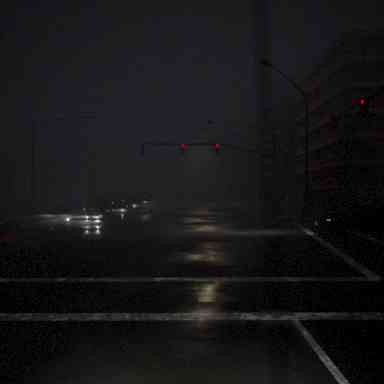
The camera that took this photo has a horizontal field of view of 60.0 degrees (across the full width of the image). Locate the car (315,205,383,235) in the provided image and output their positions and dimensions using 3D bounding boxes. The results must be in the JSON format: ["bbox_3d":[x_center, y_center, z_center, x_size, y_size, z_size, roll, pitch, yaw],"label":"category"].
[{"bbox_3d":[9.335,1.491,18.299,4.902,1.511,2.128,0,0,2],"label":"car"}]

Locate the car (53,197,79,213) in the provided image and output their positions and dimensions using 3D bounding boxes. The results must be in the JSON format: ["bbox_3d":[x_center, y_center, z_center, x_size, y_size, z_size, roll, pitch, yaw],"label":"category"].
[{"bbox_3d":[-13.020,1.346,35.392,1.882,1.535,5.008,0,1,1],"label":"car"}]

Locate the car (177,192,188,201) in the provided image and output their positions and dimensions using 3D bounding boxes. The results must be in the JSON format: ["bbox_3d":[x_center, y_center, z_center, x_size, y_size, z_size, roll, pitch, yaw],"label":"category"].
[{"bbox_3d":[-1.958,0.917,65.208,2.033,1.411,5.357,0,1,1],"label":"car"}]

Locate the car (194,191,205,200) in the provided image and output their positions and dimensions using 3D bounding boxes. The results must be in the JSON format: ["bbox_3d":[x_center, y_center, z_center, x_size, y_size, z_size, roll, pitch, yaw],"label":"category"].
[{"bbox_3d":[1.452,0.711,65.726,2.097,1.767,4.553,0,1,1],"label":"car"}]

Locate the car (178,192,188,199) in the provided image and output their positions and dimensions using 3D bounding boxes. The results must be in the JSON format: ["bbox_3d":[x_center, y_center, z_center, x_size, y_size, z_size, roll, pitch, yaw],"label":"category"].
[{"bbox_3d":[-1.924,0.741,75.859,2.033,1.411,5.357,0,1,1],"label":"car"}]

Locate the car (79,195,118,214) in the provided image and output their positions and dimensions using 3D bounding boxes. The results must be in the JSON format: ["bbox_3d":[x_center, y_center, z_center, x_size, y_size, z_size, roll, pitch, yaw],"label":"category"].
[{"bbox_3d":[-9.532,1.369,34.327,2.128,1.511,4.902,0,1,1],"label":"car"}]

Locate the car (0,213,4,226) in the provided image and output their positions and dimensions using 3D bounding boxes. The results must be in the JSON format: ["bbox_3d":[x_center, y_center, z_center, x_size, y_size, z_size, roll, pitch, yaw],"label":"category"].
[{"bbox_3d":[-12.698,1.490,17.963,4.674,1.442,1.812,0,0,0],"label":"car"}]

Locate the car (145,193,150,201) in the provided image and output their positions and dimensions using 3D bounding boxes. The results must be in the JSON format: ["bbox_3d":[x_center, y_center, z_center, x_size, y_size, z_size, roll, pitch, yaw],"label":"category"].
[{"bbox_3d":[-9.117,0.948,63.548,2.033,1.411,5.357,0,1,1],"label":"car"}]

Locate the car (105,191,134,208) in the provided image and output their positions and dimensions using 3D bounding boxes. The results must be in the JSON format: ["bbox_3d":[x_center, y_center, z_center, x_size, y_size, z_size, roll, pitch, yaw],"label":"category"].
[{"bbox_3d":[-9.418,1.106,43.368,2.097,1.767,4.553,0,1,1],"label":"car"}]

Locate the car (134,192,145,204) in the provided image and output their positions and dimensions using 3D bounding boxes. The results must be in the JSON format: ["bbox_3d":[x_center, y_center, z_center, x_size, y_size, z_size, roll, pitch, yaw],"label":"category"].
[{"bbox_3d":[-9.299,1.132,53.013,2.033,1.411,5.357,0,1,1],"label":"car"}]

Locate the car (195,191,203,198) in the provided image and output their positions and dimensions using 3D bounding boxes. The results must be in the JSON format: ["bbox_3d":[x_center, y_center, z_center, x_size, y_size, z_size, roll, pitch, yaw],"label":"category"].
[{"bbox_3d":[1.574,0.609,75.772,1.837,1.490,4.892,0,1,1],"label":"car"}]
